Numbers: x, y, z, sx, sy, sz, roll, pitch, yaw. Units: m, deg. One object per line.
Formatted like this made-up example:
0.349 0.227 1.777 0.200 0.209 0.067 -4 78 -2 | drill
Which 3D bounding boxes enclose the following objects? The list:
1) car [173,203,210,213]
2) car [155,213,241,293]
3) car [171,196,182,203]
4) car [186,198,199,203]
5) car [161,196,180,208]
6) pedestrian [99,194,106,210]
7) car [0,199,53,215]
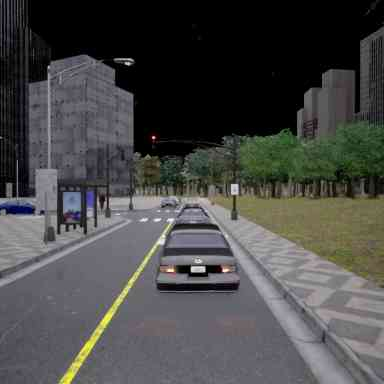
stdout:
0.071 1.554 19.239 1.994 1.385 4.181 0 0 0 | car
0.094 1.545 8.961 2.033 1.411 5.357 0 0 -1 | car
-3.095 1.521 65.942 1.895 1.301 4.718 0 0 0 | car
0.051 1.548 50.542 1.895 1.301 4.718 0 0 0 | car
-3.129 1.519 45.812 1.994 1.385 4.181 0 0 -1 | car
-10.108 1.052 37.307 0.375 1.860 0.375 0 0 1 | pedestrian
-15.658 1.426 31.202 5.008 1.535 1.882 0 0 0 | car
